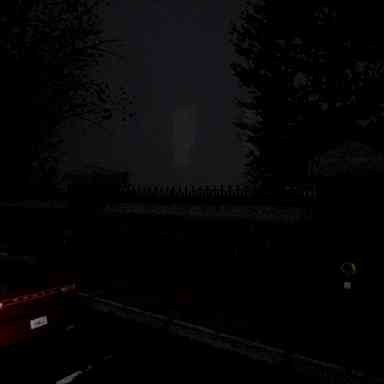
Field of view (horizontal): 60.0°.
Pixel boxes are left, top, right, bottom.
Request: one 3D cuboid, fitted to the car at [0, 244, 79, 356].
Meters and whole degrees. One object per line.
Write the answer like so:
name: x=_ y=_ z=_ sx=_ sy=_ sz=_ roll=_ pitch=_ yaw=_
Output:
car: x=-3.786 y=1.544 z=5.588 sx=4.507 sy=1.381 sz=1.887 roll=0 pitch=0 yaw=36
